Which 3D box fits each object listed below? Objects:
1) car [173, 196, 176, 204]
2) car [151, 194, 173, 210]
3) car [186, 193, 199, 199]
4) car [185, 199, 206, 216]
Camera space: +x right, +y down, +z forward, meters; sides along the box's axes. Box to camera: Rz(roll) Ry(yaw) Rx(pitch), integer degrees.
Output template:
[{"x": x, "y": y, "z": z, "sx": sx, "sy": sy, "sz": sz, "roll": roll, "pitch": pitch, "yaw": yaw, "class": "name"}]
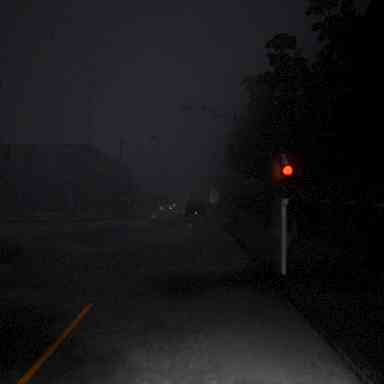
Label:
[{"x": -4.066, "y": 1.505, "z": 53.813, "sx": 1.837, "sy": 1.490, "sz": 4.892, "roll": 0, "pitch": 0, "yaw": 0, "class": "car"}, {"x": -4.080, "y": 1.221, "z": 43.895, "sx": 2.150, "sy": 2.045, "sz": 5.566, "roll": 0, "pitch": 0, "yaw": 0, "class": "car"}, {"x": 0.124, "y": 1.221, "z": 62.011, "sx": 2.150, "sy": 2.045, "sz": 5.566, "roll": 0, "pitch": 0, "yaw": 0, "class": "car"}, {"x": 0.278, "y": 1.601, "z": 32.408, "sx": 1.895, "sy": 1.301, "sz": 4.718, "roll": 0, "pitch": 0, "yaw": -2, "class": "car"}]
